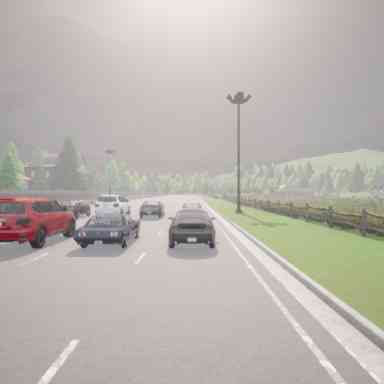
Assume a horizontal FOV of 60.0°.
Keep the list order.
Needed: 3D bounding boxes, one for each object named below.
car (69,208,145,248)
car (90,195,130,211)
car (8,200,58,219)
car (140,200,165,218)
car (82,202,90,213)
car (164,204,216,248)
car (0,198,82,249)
[{"bbox_3d":[-3.500,1.613,14.680,1.895,1.301,4.718,0,0,0],"label":"car"},{"bbox_3d":[-7.000,1.255,29.680,2.150,2.045,5.566,0,0,0],"label":"car"},{"bbox_3d":[-14.000,1.492,29.650,2.128,1.511,4.902,0,0,0],"label":"car"},{"bbox_3d":[-3.500,1.492,29.650,2.128,1.511,4.902,0,0,0],"label":"car"},{"bbox_3d":[-10.500,1.492,29.650,2.128,1.511,4.902,0,0,0],"label":"car"},{"bbox_3d":[0.000,1.514,14.650,1.837,1.490,4.892,0,0,0],"label":"car"},{"bbox_3d":[-7.000,1.255,14.680,2.150,2.045,5.566,0,0,0],"label":"car"}]
